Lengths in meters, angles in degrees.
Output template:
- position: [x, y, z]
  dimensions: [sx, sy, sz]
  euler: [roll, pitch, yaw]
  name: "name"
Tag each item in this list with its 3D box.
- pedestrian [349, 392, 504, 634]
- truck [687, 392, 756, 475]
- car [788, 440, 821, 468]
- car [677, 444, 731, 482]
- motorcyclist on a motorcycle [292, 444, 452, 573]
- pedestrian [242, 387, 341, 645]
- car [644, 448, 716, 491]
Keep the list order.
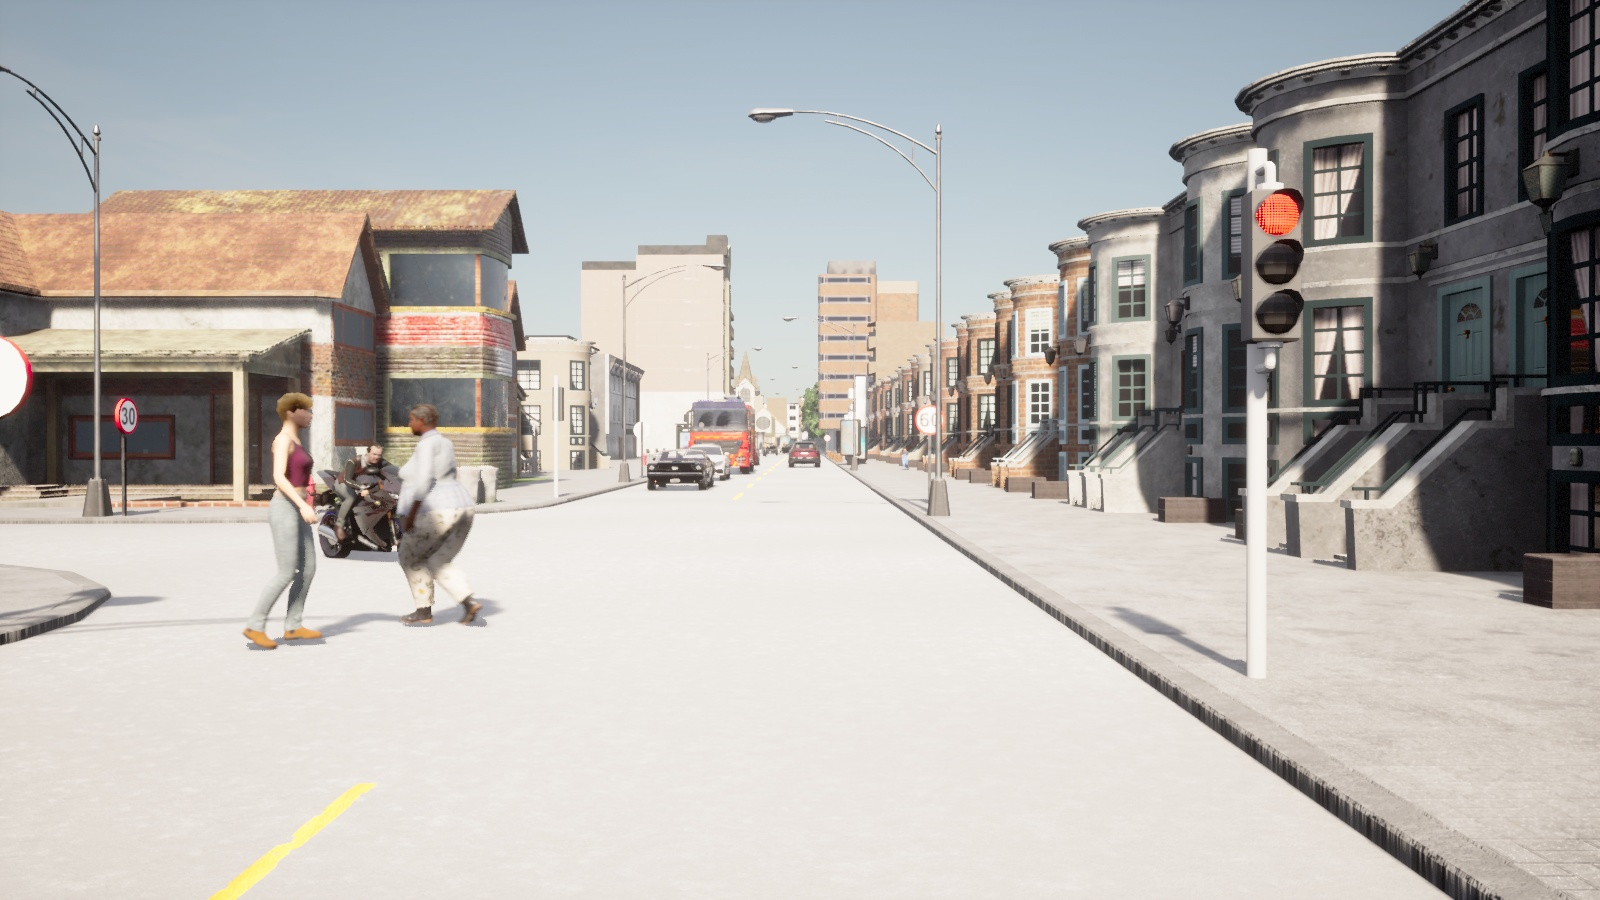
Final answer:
- position: [-2.997, 0.483, 10.154]
  dimensions: [0.900, 1.855, 0.874]
  euler: [0, 0, 10]
  name: "pedestrian"
- position: [-3.776, -0.773, 62.368]
  dimensions: [2.891, 3.827, 8.468]
  euler: [0, 0, 0]
  name: "truck"
- position: [0.279, 0.238, 77.696]
  dimensions: [2.033, 1.649, 4.856]
  euler: [0, 0, 0]
  name: "car"
- position: [-3.820, 0.482, 50.824]
  dimensions: [1.812, 1.442, 4.674]
  euler: [0, 0, 0]
  name: "car"
- position: [-5.426, 0.688, 15.840]
  dimensions: [2.191, 1.530, 0.866]
  euler: [0, 0, 39]
  name: "motorcyclist on a motorcycle"
- position: [-3.694, 0.472, 9.143]
  dimensions: [0.594, 1.836, 0.345]
  euler: [0, 0, -5]
  name: "pedestrian"
- position: [-3.852, 0.612, 41.032]
  dimensions: [1.895, 1.301, 4.718]
  euler: [0, 0, 0]
  name: "car"
